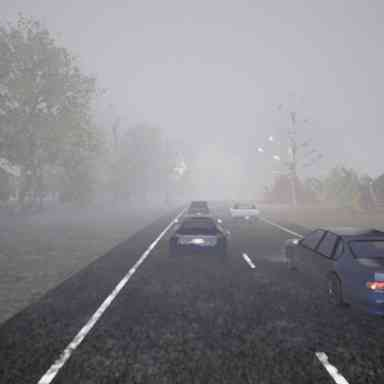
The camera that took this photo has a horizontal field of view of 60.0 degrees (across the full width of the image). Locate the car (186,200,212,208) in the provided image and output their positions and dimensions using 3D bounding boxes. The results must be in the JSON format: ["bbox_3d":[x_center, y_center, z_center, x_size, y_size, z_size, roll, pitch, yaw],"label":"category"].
[{"bbox_3d":[0.604,1.442,28.013,1.837,1.490,4.892,0,0,2],"label":"car"}]

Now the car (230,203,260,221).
[{"bbox_3d":[4.041,1.543,26.148,1.895,1.301,4.718,0,0,2],"label":"car"}]

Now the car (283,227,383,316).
[{"bbox_3d":[3.653,1.532,7.754,2.033,1.411,5.357,0,0,1],"label":"car"}]

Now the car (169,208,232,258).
[{"bbox_3d":[0.231,1.532,12.653,1.994,1.385,4.181,0,0,1],"label":"car"}]
